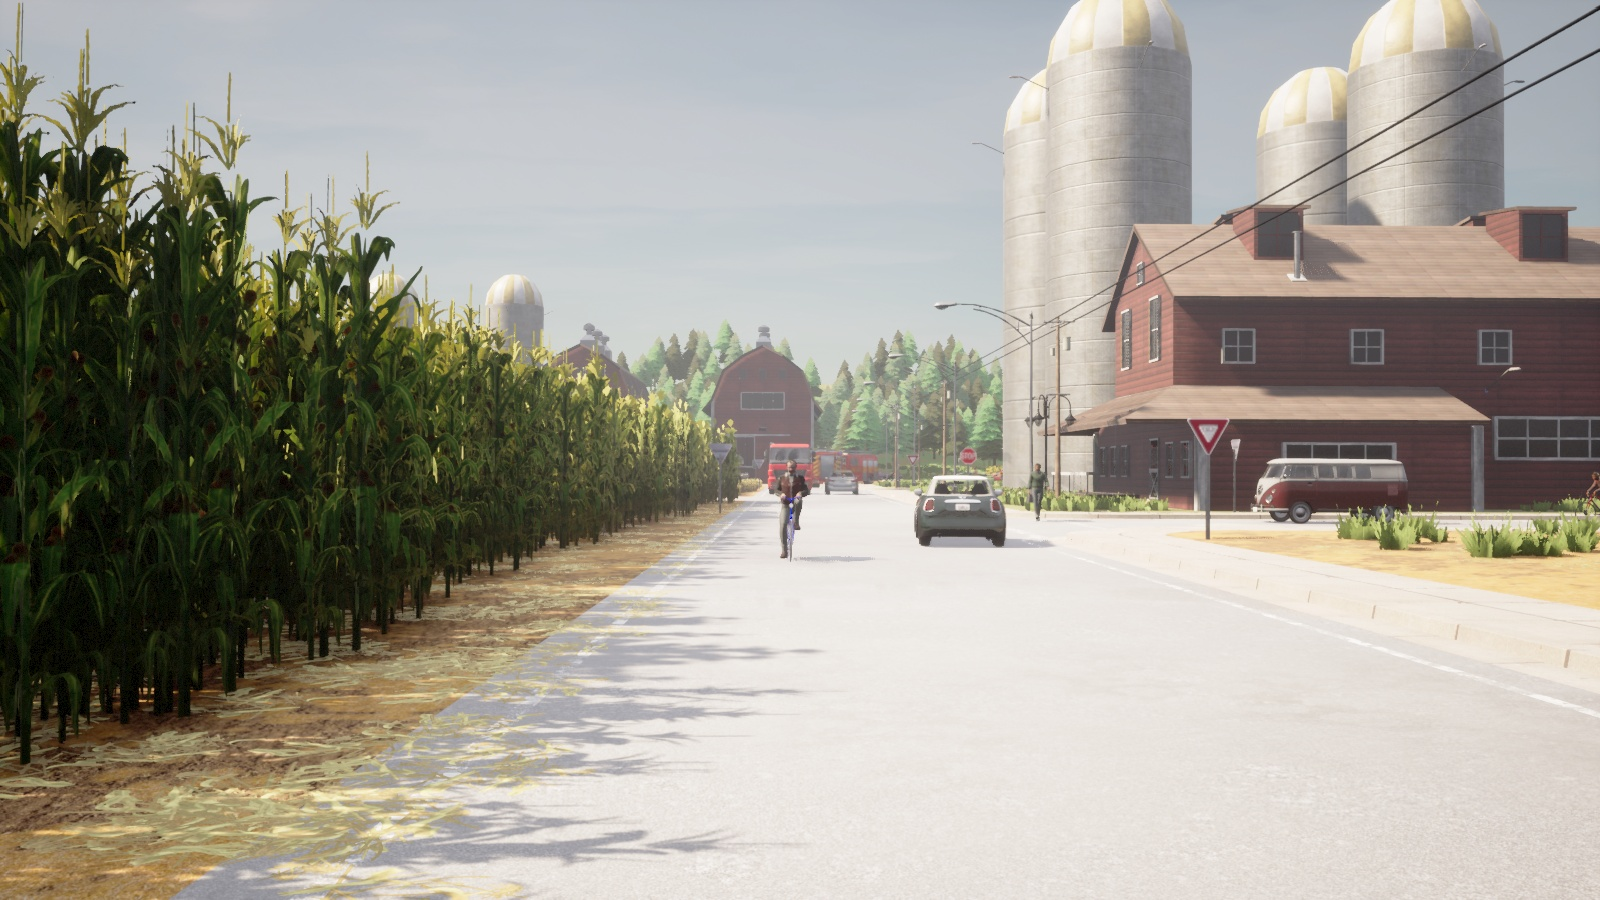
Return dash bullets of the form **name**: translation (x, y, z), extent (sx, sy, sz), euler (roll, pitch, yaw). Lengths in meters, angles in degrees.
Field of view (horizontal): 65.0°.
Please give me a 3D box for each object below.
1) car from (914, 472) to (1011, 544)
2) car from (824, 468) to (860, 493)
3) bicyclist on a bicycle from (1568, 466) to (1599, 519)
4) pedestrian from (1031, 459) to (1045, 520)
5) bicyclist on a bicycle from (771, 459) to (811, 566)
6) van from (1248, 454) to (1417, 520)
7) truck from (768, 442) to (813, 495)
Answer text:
- **car**: translation (3.532, 1.233, 27.858), extent (1.970, 1.475, 3.806), euler (0, -1, 5)
- **car**: translation (2.827, 2.077, 85.376), extent (2.242, 1.667, 4.611), euler (0, -1, 0)
- **bicyclist on a bicycle**: translation (24.792, 1.292, 38.857), extent (1.656, 1.620, 0.582), euler (0, -1, -1)
- **pedestrian**: translation (7.301, 1.206, 38.548), extent (0.353, 1.847, 0.614), euler (0, -1, 7)
- **bicyclist on a bicycle**: translation (-0.147, 1.051, 21.816), extent (0.659, 1.776, 1.843), euler (0, -1, 0)
- **van**: translation (16.334, 1.123, 38.666), extent (4.442, 1.987, 1.775), euler (0, -1, -1)
- **truck**: translation (-0.666, 1.260, 85.067), extent (2.891, 3.462, 7.936), euler (0, -1, 0)
